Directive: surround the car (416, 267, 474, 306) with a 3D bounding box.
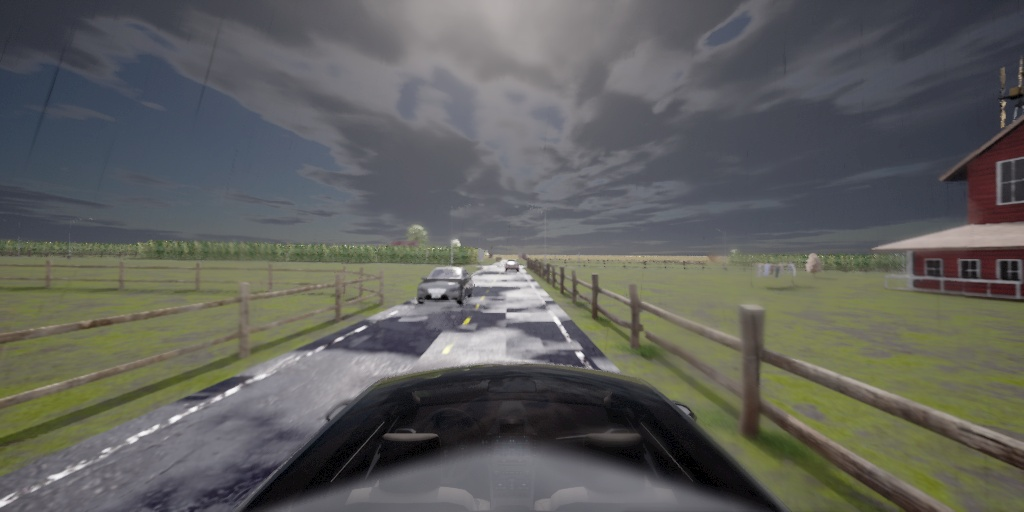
[{"bbox_3d":[-2.811,1.238,15.901,2.128,1.511,4.902,0,0,0],"label":"car"}]

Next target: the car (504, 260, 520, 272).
[{"bbox_3d":[-0.008,1.285,45.567,2.033,1.411,5.357,0,0,0],"label":"car"}]
